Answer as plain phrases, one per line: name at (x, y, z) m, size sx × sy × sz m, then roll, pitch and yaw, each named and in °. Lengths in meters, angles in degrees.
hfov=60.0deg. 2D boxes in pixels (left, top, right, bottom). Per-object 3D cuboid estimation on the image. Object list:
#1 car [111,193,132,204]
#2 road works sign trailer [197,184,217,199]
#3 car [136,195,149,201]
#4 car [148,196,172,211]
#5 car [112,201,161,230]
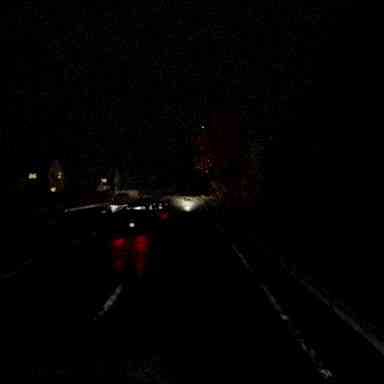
car at (-9.828, 0.888, 46.527) m, size 2.097 × 1.767 × 4.553 m, roll 0°, pitch 1°, yaw 0°
road works sign trailer at (2.694, -0.710, 66.961) m, size 2.380 × 2.880 × 3.560 m, roll -42°, pitch -31°, yaw 28°
car at (-6.584, 1.141, 46.244) m, size 1.895 × 1.301 × 4.718 m, roll 0°, pitch 1°, yaw 0°
car at (-3.146, 1.252, 35.496) m, size 1.895 × 1.301 × 4.718 m, roll 0°, pitch 1°, yaw 0°
car at (-3.147, 1.409, 19.629) m, size 1.895 × 1.301 × 4.718 m, roll 0°, pitch 1°, yaw 0°
